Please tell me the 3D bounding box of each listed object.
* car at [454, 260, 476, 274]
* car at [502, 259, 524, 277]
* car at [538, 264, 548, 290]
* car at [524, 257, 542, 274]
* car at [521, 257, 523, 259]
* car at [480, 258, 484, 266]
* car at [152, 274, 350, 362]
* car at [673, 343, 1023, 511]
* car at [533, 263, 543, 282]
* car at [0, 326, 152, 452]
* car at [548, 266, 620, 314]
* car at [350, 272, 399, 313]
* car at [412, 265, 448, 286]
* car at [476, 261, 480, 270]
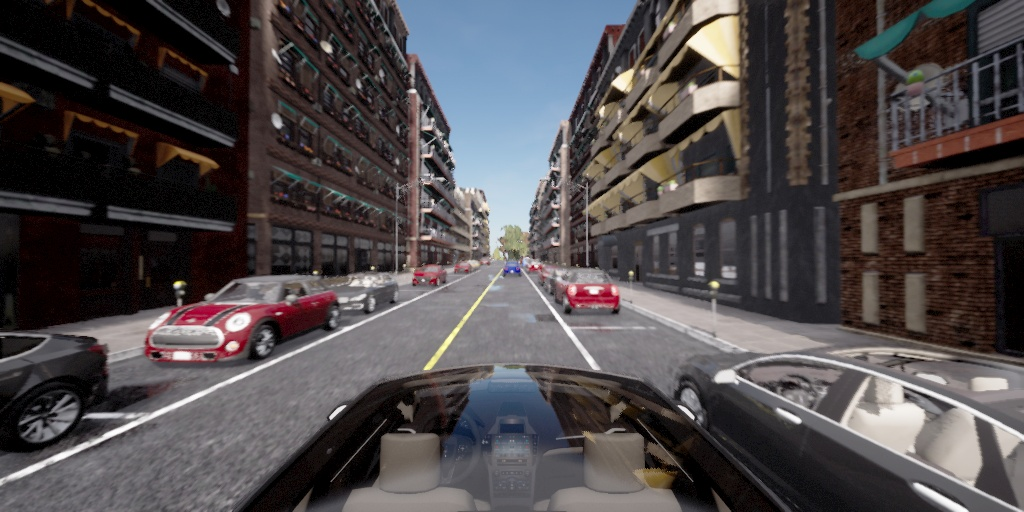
[{"bbox_3d":[-5.666,1.329,42.138,1.888,1.381,4.507,0,0,0],"label":"car"},{"bbox_3d":[0.022,1.304,35.821,1.812,1.442,4.674,0,0,0],"label":"car"},{"bbox_3d":[2.702,1.314,19.445,2.007,1.370,4.403,0,0,0],"label":"car"},{"bbox_3d":[2.715,1.223,42.093,1.967,1.591,4.097,0,0,0],"label":"car"},{"bbox_3d":[0.041,1.139,47.306,2.097,1.767,4.553,0,0,0],"label":"car"},{"bbox_3d":[-5.660,1.320,53.291,1.751,1.417,4.829,0,0,0],"label":"car"},{"bbox_3d":[-5.686,1.195,8.168,1.967,1.591,4.097,0,0,0],"label":"car"},{"bbox_3d":[2.691,1.301,2.461,2.007,1.370,4.403,0,0,0],"label":"car"},{"bbox_3d":[2.705,1.350,25.107,1.802,1.307,4.207,0,0,0],"label":"car"},{"bbox_3d":[-5.690,1.317,2.506,1.948,1.339,4.313,0,0,0],"label":"car"},{"bbox_3d":[2.698,1.198,13.784,1.967,1.591,4.097,0,0,0],"label":"car"},{"bbox_3d":[-5.683,1.310,13.829,2.007,1.370,4.403,0,0,0],"label":"car"},{"bbox_3d":[-5.676,1.314,25.153,1.888,1.381,4.507,0,0,0],"label":"car"},{"bbox_3d":[-5.663,1.314,47.629,1.751,1.417,4.829,0,0,0],"label":"car"}]
